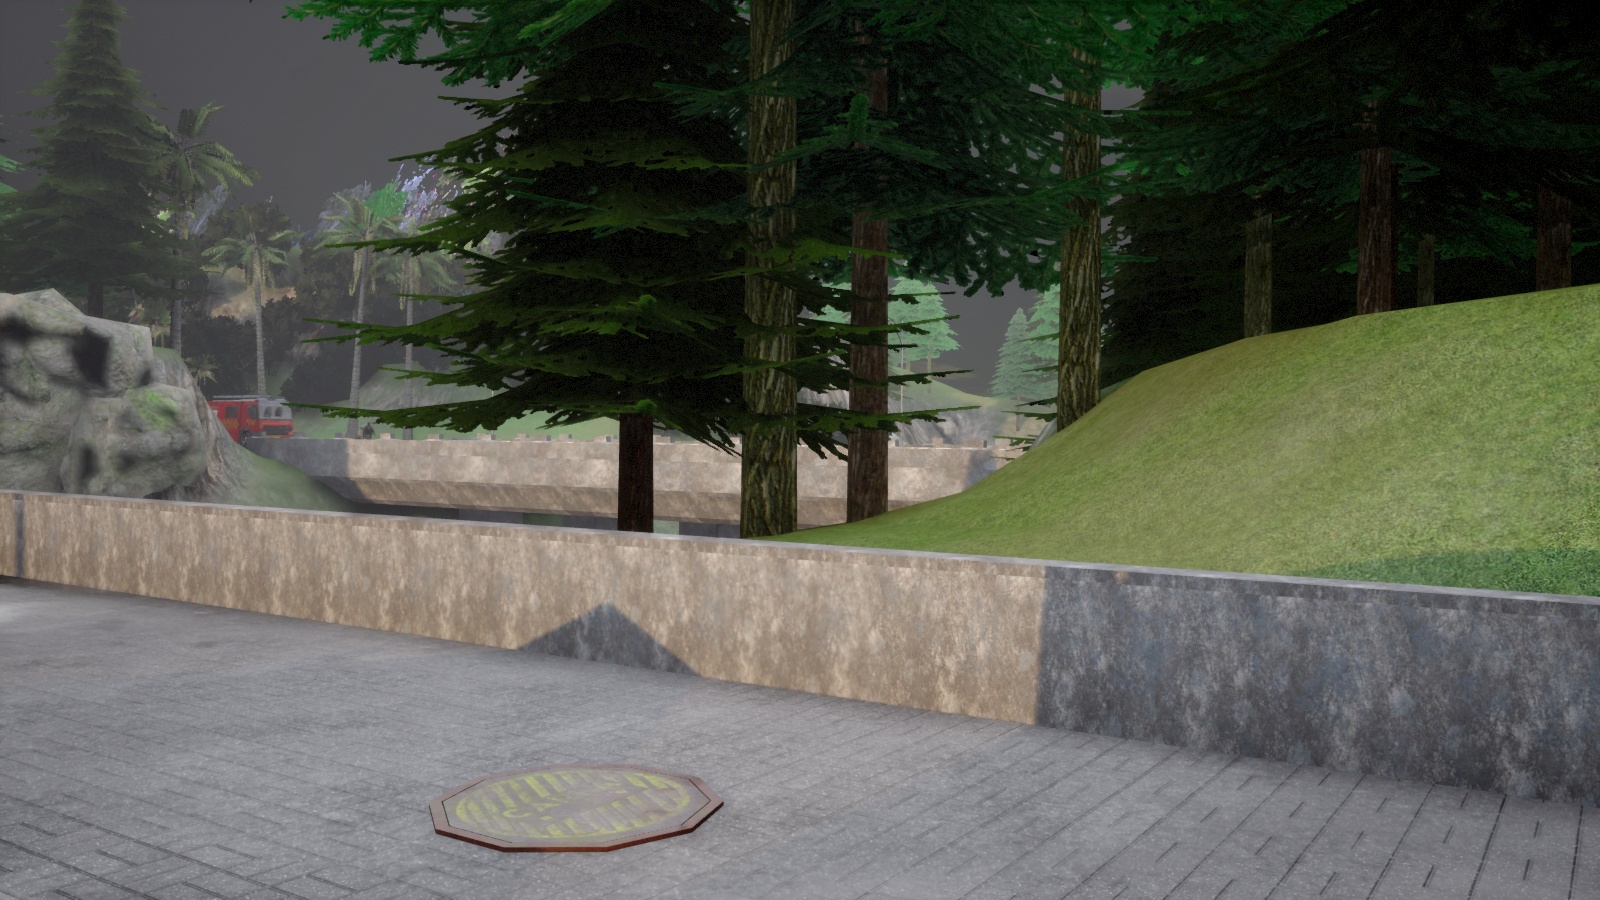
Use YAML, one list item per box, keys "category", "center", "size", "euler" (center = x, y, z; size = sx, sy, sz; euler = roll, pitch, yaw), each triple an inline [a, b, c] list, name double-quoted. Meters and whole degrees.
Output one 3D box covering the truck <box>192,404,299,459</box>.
- category: "truck"
  center: [-39.801, -1.302, 90.035]
  size: [8.468, 3.827, 2.891]
  euler: [0, 1, 34]
